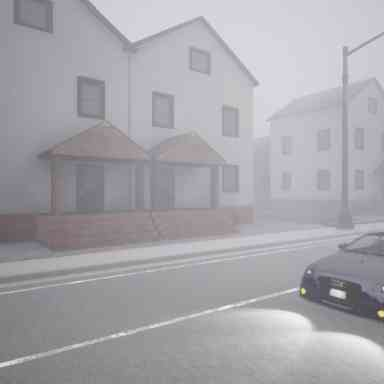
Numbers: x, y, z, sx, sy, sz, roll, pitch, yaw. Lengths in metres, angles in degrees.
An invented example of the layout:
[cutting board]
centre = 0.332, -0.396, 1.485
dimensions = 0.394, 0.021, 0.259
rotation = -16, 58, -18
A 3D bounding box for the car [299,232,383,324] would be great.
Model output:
[car]
centre = 4.141, 1.564, 6.852
dimensions = 4.181, 1.385, 1.994
rotation = 0, 0, -35
